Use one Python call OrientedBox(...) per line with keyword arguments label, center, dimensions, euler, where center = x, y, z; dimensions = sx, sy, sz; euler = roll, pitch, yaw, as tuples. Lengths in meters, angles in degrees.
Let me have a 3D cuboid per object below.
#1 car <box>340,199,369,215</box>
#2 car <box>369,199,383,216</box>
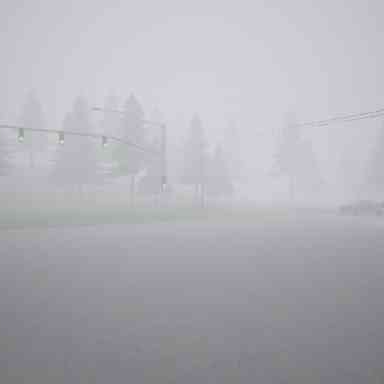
OrientedBox(label="car", center=(17.117, 1.478, 33.878), dimensions=(5.008, 1.535, 1.882), euler=(0, 0, -32))
OrientedBox(label="car", center=(19.472, 1.221, 31.218), dimensions=(5.566, 2.045, 2.150), euler=(0, 0, -32))
